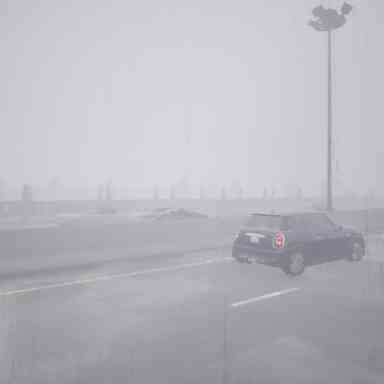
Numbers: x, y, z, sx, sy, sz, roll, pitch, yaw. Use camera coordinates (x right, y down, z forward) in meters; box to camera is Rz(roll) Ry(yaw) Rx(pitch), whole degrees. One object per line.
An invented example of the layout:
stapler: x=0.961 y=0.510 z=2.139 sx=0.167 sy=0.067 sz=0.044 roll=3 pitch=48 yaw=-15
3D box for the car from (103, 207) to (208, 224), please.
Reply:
car: x=-1.388 y=1.492 z=15.896 sx=4.902 sy=1.511 sz=2.128 roll=0 pitch=0 yaw=-35

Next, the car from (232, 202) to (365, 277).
car: x=3.490 y=1.352 z=10.537 sx=4.553 sy=1.767 sz=2.097 roll=0 pitch=0 yaw=-35

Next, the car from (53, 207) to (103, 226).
car: x=-6.192 y=1.601 z=21.069 sx=4.718 sy=1.301 sz=1.895 roll=0 pitch=0 yaw=-35
